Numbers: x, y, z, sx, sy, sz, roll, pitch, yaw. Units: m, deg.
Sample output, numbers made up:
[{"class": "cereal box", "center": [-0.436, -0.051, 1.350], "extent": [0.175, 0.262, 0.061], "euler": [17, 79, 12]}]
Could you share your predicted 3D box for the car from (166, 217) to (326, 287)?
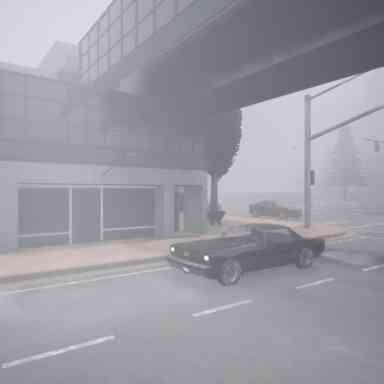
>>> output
[{"class": "car", "center": [1.657, 1.601, 9.477], "extent": [4.718, 1.301, 1.895], "euler": [0, 0, -36]}]

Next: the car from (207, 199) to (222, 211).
[{"class": "car", "center": [1.252, 1.477, 36.849], "extent": [1.882, 1.535, 5.008], "euler": [0, 0, -36]}]

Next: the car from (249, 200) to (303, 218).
[{"class": "car", "center": [7.124, 1.477, 28.696], "extent": [1.882, 1.535, 5.008], "euler": [0, 0, -36]}]
